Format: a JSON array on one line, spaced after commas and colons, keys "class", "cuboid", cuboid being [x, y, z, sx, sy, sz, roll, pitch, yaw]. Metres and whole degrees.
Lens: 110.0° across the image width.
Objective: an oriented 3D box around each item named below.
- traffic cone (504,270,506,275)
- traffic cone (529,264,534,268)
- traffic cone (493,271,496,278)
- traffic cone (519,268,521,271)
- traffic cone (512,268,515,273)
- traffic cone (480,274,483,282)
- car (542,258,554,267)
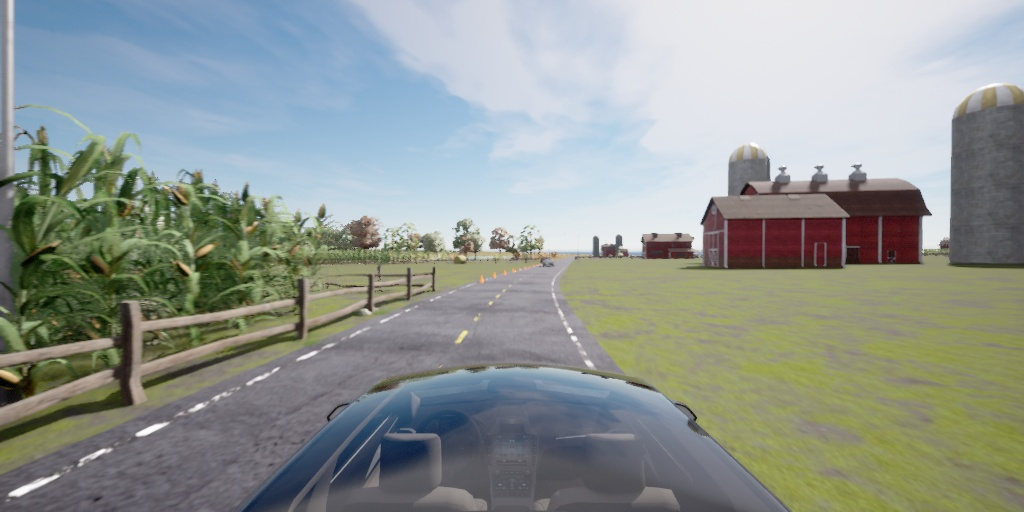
[{"class": "traffic cone", "cuboid": [-0.728, 1.643, 36.681, 0.340, 0.580, 0.340, 0, 0, 10]}, {"class": "traffic cone", "cuboid": [2.806, 1.607, 56.371, 0.340, 0.580, 0.340, 0, 0, 10]}, {"class": "traffic cone", "cuboid": [-1.550, 1.652, 31.687, 0.340, 0.580, 0.340, 0, 0, 9]}, {"class": "traffic cone", "cuboid": [1.040, 1.626, 46.528, 0.340, 0.580, 0.340, 0, 0, 10]}, {"class": "traffic cone", "cuboid": [0.157, 1.635, 41.607, 0.340, 0.580, 0.340, 0, 0, 10]}, {"class": "traffic cone", "cuboid": [-2.249, 1.661, 26.675, 0.340, 0.580, 0.340, 0, 0, 7]}, {"class": "car", "cuboid": [6.371, 1.141, 62.783, 2.128, 1.511, 4.902, 0, 0, 10]}]
